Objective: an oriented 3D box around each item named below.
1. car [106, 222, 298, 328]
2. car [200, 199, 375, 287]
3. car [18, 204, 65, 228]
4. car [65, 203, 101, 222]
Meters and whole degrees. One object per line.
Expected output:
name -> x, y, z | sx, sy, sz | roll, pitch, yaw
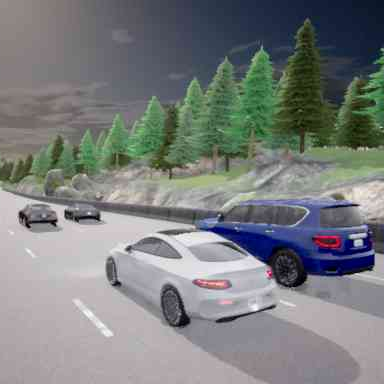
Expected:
car -> -0.303, 1.519, 7.062 | 1.812, 1.442, 4.674 | 0, 0, -34
car -> 2.210, 1.217, 9.607 | 2.150, 2.045, 5.566 | 0, 0, -34
car -> -10.357, 1.510, 22.219 | 2.033, 1.411, 5.357 | 0, 0, -34
car -> -8.618, 1.526, 25.930 | 1.994, 1.385, 4.181 | 0, 0, -34
